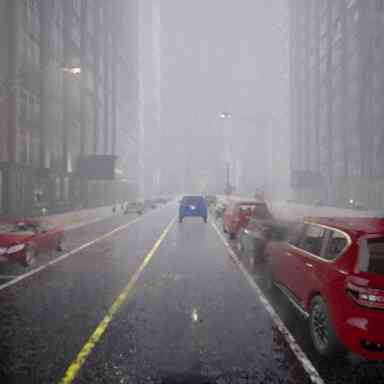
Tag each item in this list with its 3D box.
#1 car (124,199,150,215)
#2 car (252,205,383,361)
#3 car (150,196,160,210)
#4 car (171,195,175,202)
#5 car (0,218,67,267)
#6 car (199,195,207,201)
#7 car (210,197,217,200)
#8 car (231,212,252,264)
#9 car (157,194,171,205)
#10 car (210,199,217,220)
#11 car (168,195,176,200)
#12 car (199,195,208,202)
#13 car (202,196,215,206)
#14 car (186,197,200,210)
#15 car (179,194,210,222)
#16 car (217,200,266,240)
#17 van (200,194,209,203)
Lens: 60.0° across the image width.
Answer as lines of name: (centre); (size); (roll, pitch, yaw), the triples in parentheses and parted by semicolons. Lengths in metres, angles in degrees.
car: (-5.691, 1.614, 33.613); (1.802, 1.307, 4.206); (0, 0, 0)
car: (2.694, 1.321, 5.919); (2.192, 1.841, 5.009); (0, 0, 0)
car: (-5.693, 1.625, 44.692); (1.802, 1.307, 4.206); (0, 0, 0)
car: (-5.699, 1.616, 77.928); (1.887, 1.381, 4.507); (0, 0, 0)
car: (-5.688, 1.593, 11.456); (1.802, 1.307, 4.206); (0, 0, 0)
car: (2.681, 1.602, 83.638); (1.752, 1.417, 4.829); (0, 0, 0)
car: (2.689, 1.558, 33.785); (1.752, 1.417, 4.829); (0, 0, 0)
car: (2.693, 1.578, 11.458); (1.947, 1.339, 4.313); (0, 0, 0)
car: (-5.695, 1.372, 61.310); (2.192, 1.841, 5.009); (0, 0, 0)
car: (2.690, 1.578, 28.076); (2.008, 1.369, 4.403); (0, 0, 0)
car: (-5.701, 1.630, 94.545); (1.887, 1.381, 4.507); (0, 0, 0)
car: (2.682, 1.512, 77.929); (1.967, 1.590, 4.097); (0, 0, 0)
car: (2.686, 1.493, 55.772); (1.967, 1.590, 4.097); (0, 0, 0)
car: (0.094, 1.522, 46.056); (1.882, 1.535, 5.008); (0, 0, 0)
car: (0.100, 1.249, 26.795); (2.150, 2.045, 5.566); (0, 0, 0)
car: (2.693, 1.332, 16.997); (2.192, 1.841, 5.009); (0, 0, 0)
van: (2.684, 1.408, 72.390); (1.690, 1.788, 3.998); (0, 0, 0)
